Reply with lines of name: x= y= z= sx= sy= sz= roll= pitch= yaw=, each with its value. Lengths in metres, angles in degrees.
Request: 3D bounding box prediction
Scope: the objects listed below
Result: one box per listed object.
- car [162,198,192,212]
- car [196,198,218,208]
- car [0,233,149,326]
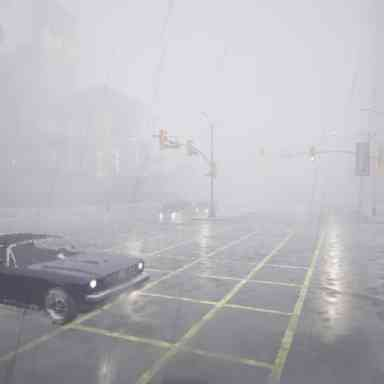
car: x=-1.704 y=1.478 z=39.288 sx=1.882 sy=1.535 sz=5.008 roll=0 pitch=0 yaw=25
car: x=2.279 y=1.601 z=48.694 sx=1.895 sy=1.301 sz=4.718 roll=0 pitch=0 yaw=23
car: x=-3.310 y=1.591 z=6.972 sx=4.718 sy=1.301 sz=1.895 roll=0 pitch=0 yaw=23
